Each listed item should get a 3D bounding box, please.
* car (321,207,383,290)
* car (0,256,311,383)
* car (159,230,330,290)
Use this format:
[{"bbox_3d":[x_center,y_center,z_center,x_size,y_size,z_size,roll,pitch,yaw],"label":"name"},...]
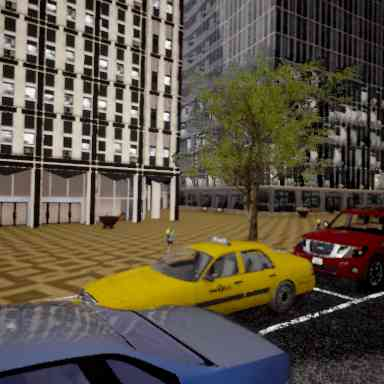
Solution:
[{"bbox_3d":[5.174,1.389,9.527,5.009,1.841,2.192,1,1,-34],"label":"car"},{"bbox_3d":[-1.617,1.545,1.891,5.357,1.411,2.033,1,0,-35],"label":"car"},{"bbox_3d":[0.333,1.555,6.265,4.829,1.417,1.752,1,1,-35],"label":"car"}]
